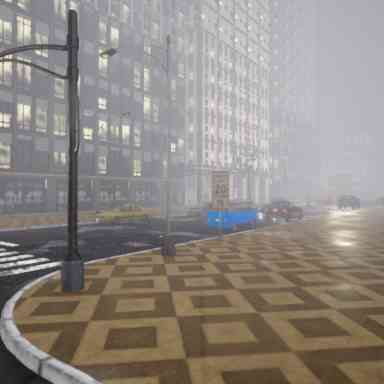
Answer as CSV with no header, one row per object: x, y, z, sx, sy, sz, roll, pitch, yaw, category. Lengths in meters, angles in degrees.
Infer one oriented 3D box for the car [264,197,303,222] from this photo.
7.527,1.470,26.914,1.967,1.590,4.097,0,0,38,car

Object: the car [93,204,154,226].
-4.822,1.535,23.987,1.752,1.417,4.829,0,0,38,car

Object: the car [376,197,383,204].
38.034,1.656,66.620,1.947,1.339,4.313,0,0,38,car

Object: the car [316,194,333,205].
25.007,1.376,62.599,2.192,1.841,5.009,0,0,38,car

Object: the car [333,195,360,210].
21.086,1.366,44.562,2.192,1.841,5.009,0,0,38,car

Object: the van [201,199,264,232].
2.571,1.365,20.280,1.690,1.788,3.998,0,0,38,van

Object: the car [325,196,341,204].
28.397,1.620,67.011,2.008,1.369,4.403,0,0,38,car

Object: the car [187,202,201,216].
1.279,1.599,31.715,1.802,1.307,4.206,0,0,38,car
